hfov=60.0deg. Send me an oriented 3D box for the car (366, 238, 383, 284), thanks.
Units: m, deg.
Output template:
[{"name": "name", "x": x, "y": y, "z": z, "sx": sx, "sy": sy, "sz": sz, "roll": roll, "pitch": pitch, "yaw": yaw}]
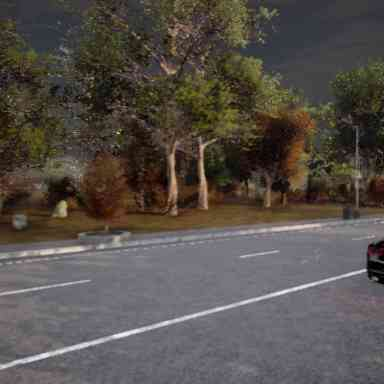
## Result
[{"name": "car", "x": 6.348, "y": 1.485, "z": 8.309, "sx": 5.008, "sy": 1.535, "sz": 1.882, "roll": 0, "pitch": 0, "yaw": -35}]
